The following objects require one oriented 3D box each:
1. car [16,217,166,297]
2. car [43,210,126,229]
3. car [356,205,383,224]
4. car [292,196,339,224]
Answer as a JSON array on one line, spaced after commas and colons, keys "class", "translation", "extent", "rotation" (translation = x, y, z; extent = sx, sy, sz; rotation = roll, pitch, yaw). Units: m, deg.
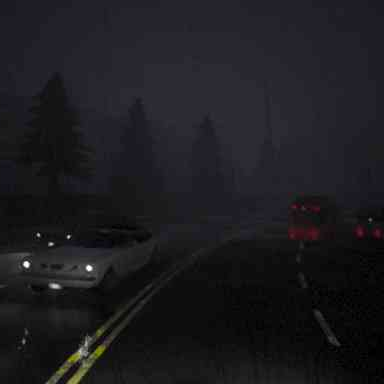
[{"class": "car", "translation": [-2.259, 1.595, 8.846], "extent": [1.895, 1.301, 4.718], "rotation": [0, 0, 13]}, {"class": "car", "translation": [-4.312, 1.534, 14.688], "extent": [2.033, 1.411, 5.357], "rotation": [0, 0, 19]}, {"class": "car", "translation": [14.186, 1.709, 25.392], "extent": [1.895, 1.301, 4.718], "rotation": [0, 0, 41]}, {"class": "car", "translation": [9.526, 1.300, 25.463], "extent": [2.150, 2.045, 5.566], "rotation": [0, 0, 38]}]
